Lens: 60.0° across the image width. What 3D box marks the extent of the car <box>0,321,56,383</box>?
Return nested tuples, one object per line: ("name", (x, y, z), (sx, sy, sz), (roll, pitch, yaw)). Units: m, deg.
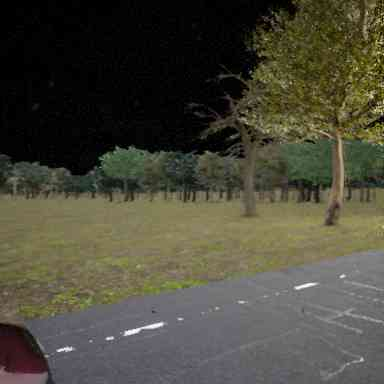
("car", (-2.997, 1.563, 1.855), (4.181, 1.385, 1.994), (0, 0, -36))
